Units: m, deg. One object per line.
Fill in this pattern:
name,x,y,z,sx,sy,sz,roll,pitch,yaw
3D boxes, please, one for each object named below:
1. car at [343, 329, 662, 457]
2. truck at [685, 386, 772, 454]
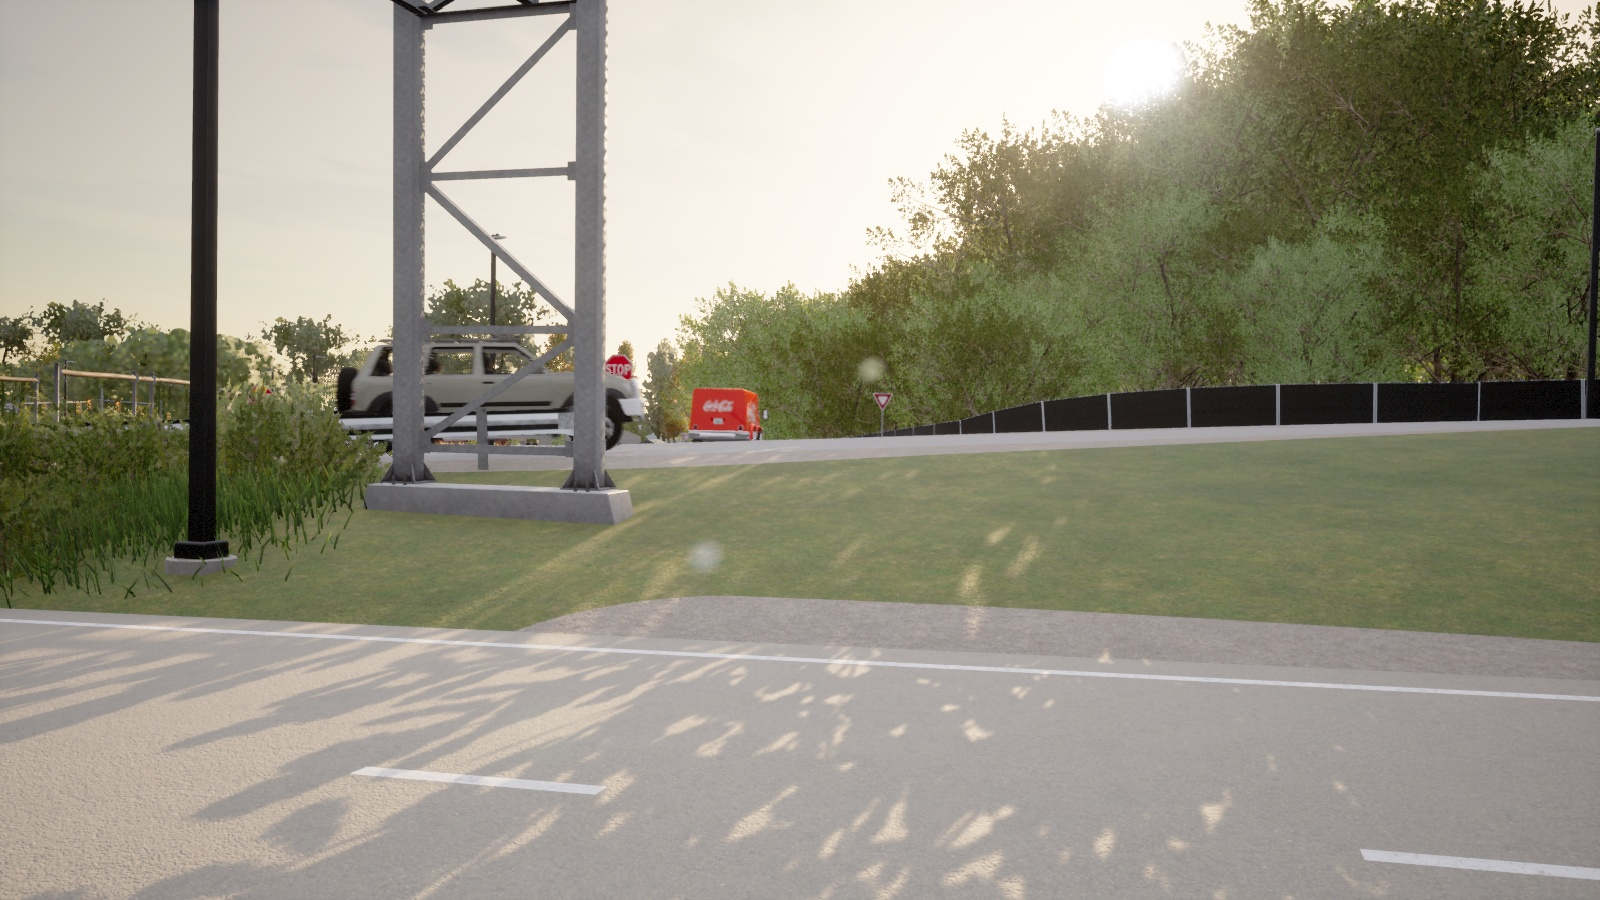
car,-4.585,-0.891,19.700,4.605,1.855,1.932,-1,2,-12
truck,-2.890,-1.190,52.290,2.627,2.467,5.204,1,-2,7
